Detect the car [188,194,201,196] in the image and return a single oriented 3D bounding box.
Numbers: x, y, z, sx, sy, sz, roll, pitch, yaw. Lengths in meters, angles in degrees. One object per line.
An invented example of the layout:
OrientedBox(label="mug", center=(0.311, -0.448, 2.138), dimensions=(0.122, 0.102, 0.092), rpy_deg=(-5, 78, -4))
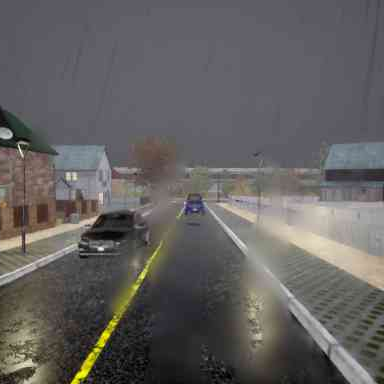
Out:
OrientedBox(label="car", center=(0.349, 1.221, 44.030), dimensions=(2.150, 2.045, 5.566), rpy_deg=(0, 0, 0))

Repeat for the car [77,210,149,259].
OrientedBox(label="car", center=(-2.778, 1.499, 12.626), dimensions=(1.837, 1.490, 4.892), rpy_deg=(0, 0, 0))

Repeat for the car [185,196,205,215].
OrientedBox(label="car", center=(0.290, 1.469, 33.503), dimensions=(1.882, 1.535, 5.008), rpy_deg=(0, 0, 1))
